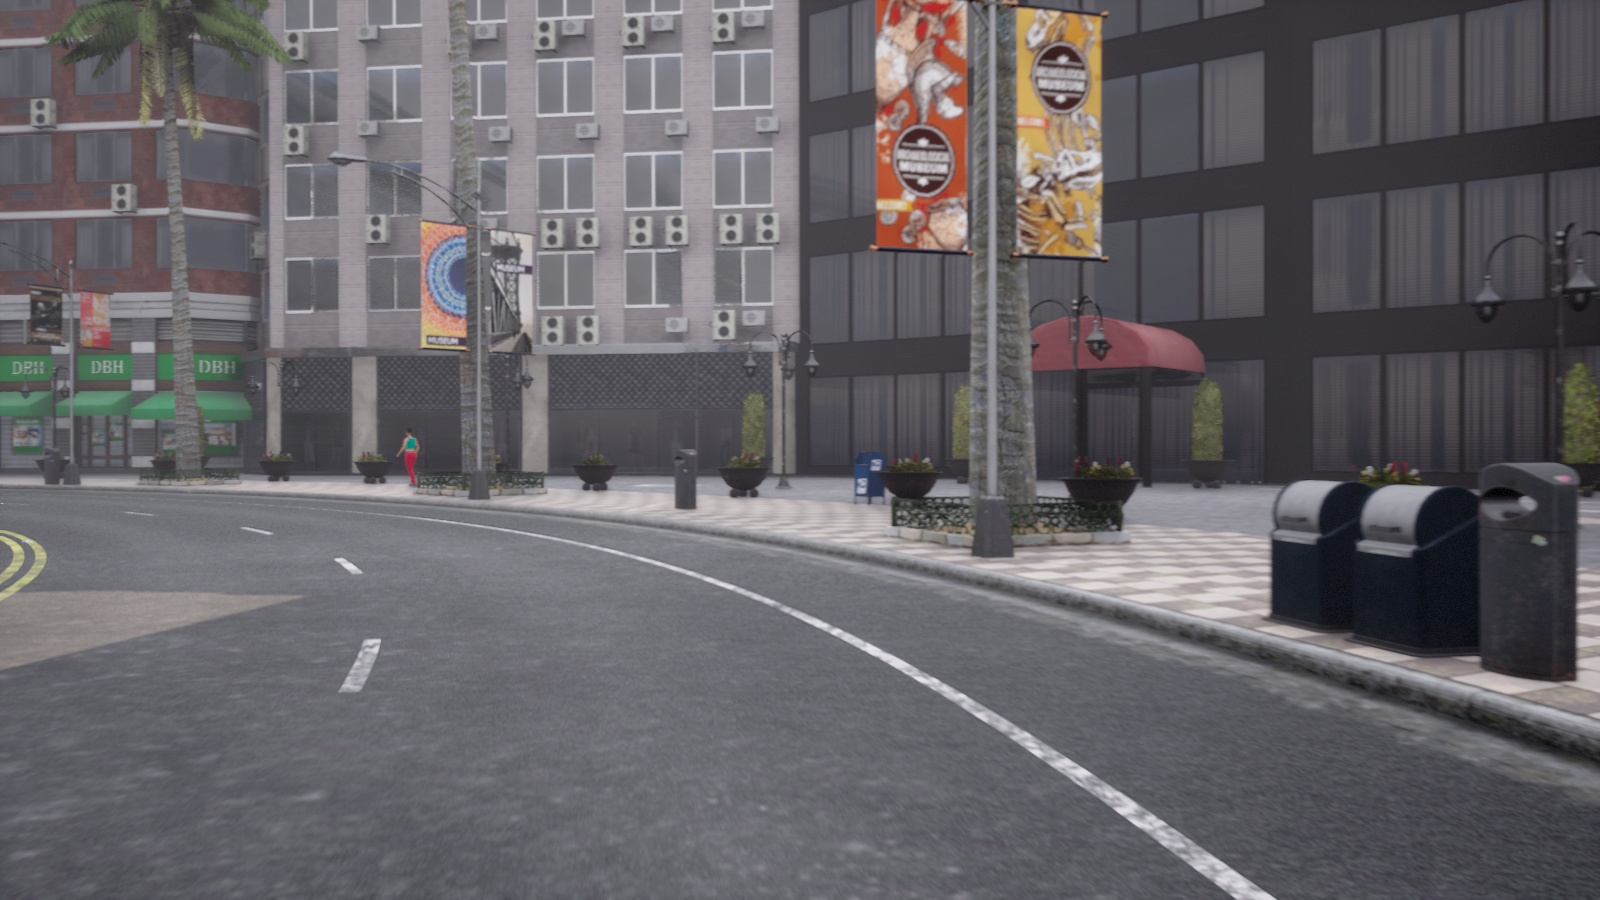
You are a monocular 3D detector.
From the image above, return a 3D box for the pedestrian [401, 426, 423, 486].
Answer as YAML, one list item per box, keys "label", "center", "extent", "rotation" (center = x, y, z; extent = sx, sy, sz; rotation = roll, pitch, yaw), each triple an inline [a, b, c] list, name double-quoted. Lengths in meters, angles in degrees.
- label: "pedestrian"
  center: [-11.930, 0.193, 38.650]
  extent: [0.594, 1.836, 0.345]
  rotation: [0, 0, 33]
